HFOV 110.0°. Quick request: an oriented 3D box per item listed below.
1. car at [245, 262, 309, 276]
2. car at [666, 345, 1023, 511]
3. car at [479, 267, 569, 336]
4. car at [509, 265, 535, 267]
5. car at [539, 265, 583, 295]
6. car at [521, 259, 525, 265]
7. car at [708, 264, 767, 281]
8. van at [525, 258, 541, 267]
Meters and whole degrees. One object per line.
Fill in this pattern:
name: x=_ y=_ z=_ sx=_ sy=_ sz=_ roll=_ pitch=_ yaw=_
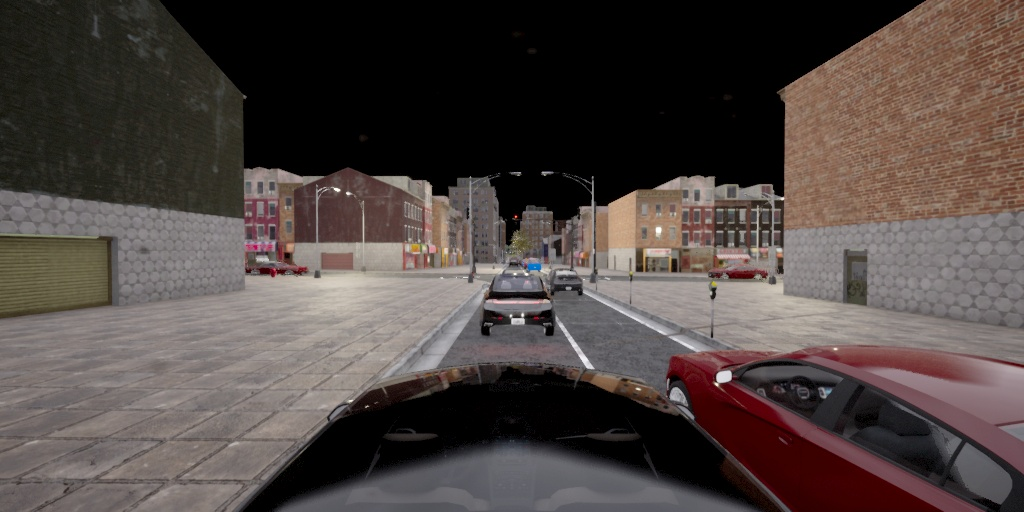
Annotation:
car: x=-20.552 y=1.154 z=31.489 sx=4.718 sy=1.301 sz=1.895 roll=1 pitch=1 yaw=0
car: x=2.638 y=1.294 z=2.428 sx=1.888 sy=1.381 sz=4.507 roll=0 pitch=0 yaw=0
car: x=0.142 y=1.243 z=10.393 sx=2.128 sy=1.511 sz=4.902 roll=0 pitch=0 yaw=0
car: x=0.219 y=1.369 z=20.436 sx=1.895 sy=1.301 sz=4.718 roll=0 pitch=0 yaw=1
car: x=2.723 y=1.316 z=19.303 sx=2.007 sy=1.370 sz=4.403 roll=0 pitch=0 yaw=0
car: x=2.914 y=1.249 z=56.839 sx=2.192 sy=1.841 sz=5.009 roll=0 pitch=0 yaw=0
car: x=21.388 y=1.548 z=34.148 sx=5.008 sy=1.535 sz=1.882 roll=1 pitch=1 yaw=0
van: x=2.860 y=1.211 z=46.258 sx=1.690 sy=1.789 sz=3.998 roll=0 pitch=0 yaw=0
